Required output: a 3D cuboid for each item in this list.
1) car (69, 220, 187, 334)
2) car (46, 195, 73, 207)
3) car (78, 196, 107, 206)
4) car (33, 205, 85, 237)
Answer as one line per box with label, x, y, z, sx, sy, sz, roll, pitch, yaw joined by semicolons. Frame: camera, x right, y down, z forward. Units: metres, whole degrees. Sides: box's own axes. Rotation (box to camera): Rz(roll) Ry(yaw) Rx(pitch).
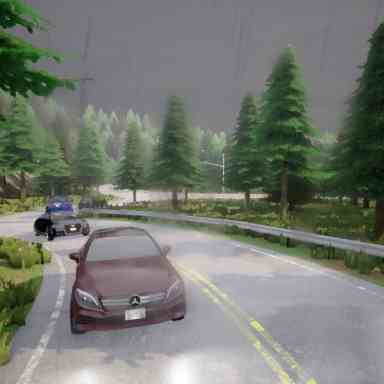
car;-1.511;1.523;7.052;1.812;1.442;4.674;-2;0;-17
car;-12.815;1.326;32.224;2.150;2.045;5.566;-1;0;-18
car;-12.657;1.289;42.809;2.097;1.767;4.553;2;2;13
car;-7.029;1.664;17.758;1.994;1.385;4.181;-4;2;-38
